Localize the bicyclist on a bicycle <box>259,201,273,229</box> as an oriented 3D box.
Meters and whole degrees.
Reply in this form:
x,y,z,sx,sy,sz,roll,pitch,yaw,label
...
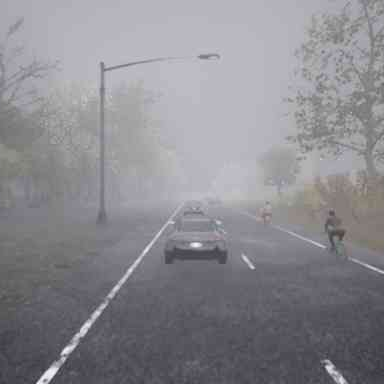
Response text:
x,y,z,sx,sy,sz,roll,pitch,yaw,label
4.532,1.369,20.109,0.866,1.612,1.509,0,0,0,bicyclist on a bicycle

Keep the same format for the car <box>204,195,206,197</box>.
x,y,z,sx,sy,sz,roll,pitch,yaw,label
3.679,1.269,73.518,1.812,1.442,4.674,0,0,0,car

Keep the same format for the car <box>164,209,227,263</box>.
x,y,z,sx,sy,sz,roll,pitch,yaw,label
0.124,1.521,11.795,1.994,1.385,4.181,0,0,0,car

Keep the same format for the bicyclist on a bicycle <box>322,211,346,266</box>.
x,y,z,sx,sy,sz,roll,pitch,yaw,label
4.488,1.419,10.518,0.582,1.620,1.656,0,0,0,bicyclist on a bicycle

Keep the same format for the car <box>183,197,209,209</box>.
x,y,z,sx,sy,sz,roll,pitch,yaw,label
0.169,1.439,30.233,2.033,1.411,5.357,0,0,0,car

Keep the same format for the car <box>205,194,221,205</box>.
x,y,z,sx,sy,sz,roll,pitch,yaw,label
3.733,1.371,55.230,1.994,1.385,4.181,0,0,0,car
